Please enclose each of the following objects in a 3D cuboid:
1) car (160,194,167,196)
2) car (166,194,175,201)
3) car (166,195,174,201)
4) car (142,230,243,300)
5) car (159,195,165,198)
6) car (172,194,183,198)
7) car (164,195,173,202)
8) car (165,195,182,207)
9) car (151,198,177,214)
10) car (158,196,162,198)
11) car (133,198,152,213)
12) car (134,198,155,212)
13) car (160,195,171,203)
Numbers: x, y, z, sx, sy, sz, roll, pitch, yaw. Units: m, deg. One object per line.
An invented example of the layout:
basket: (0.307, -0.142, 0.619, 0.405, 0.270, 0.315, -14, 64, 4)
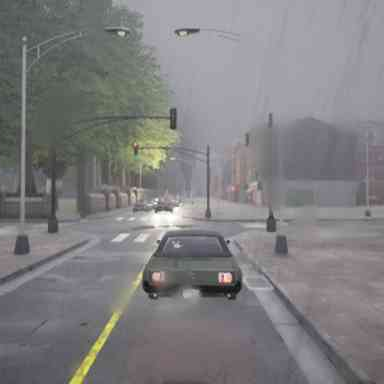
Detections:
car: (-5.626, 1.601, 60.458, 1.802, 1.307, 4.206, 1, 0, 0)
car: (-5.859, 1.447, 93.160, 2.192, 1.841, 5.009, 1, 0, 0)
car: (-5.822, 1.632, 87.539, 1.752, 1.417, 4.829, 1, 0, 0)
car: (0.033, 1.595, 8.341, 1.895, 1.301, 4.718, 0, 0, 1)
car: (-5.546, 1.567, 49.558, 1.947, 1.339, 4.313, 1, 0, 0)
car: (-3.062, 1.559, 67.293, 1.812, 1.442, 4.674, 0, 0, 0)
car: (-5.782, 1.525, 82.258, 1.967, 1.590, 4.097, 1, 0, 0)
car: (-3.022, 1.604, 51.235, 1.895, 1.301, 4.718, 0, 0, 1)
car: (-2.921, 1.592, 35.747, 1.895, 1.301, 4.718, 0, 0, 0)
car: (-5.506, 1.547, 44.108, 2.008, 1.369, 4.403, 1, 0, 0)
car: (-5.482, 1.542, 36.972, 2.008, 1.369, 4.403, 1, 0, 0)
car: (-5.520, 1.518, 38.946, 1.752, 1.417, 4.829, 1, 0, 0)
car: (-5.703, 1.487, 71.358, 1.967, 1.590, 4.097, 1, 0, 0)
